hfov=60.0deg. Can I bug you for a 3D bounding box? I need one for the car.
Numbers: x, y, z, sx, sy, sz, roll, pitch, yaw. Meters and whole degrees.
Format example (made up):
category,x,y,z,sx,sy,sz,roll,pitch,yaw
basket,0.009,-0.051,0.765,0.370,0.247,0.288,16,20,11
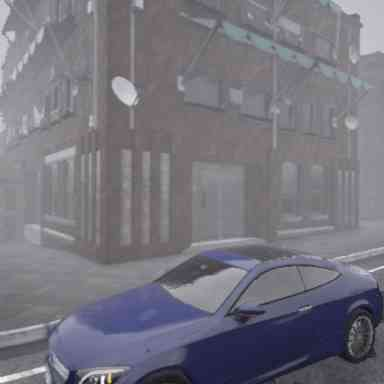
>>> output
category,x,y,z,sx,sy,sz,roll,pitch,yaw
car,0.614,1.502,4.396,4.674,1.442,1.812,-1,0,-31
